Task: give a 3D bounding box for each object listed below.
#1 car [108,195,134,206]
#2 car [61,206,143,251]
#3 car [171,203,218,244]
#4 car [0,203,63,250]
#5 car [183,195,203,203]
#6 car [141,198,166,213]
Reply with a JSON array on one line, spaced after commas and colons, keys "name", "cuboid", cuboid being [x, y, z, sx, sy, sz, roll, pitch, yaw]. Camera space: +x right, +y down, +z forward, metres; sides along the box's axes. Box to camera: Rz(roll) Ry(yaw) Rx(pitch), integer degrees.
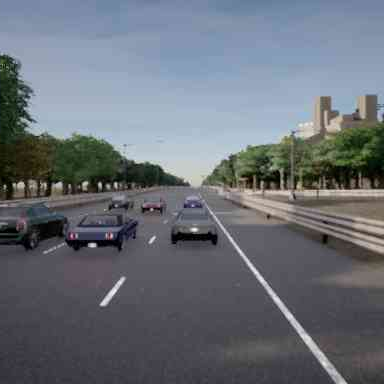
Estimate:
[{"name": "car", "cuboid": [-6.909, 1.035, 32.741, 1.812, 1.442, 4.674, 0, 1, 0]}, {"name": "car", "cuboid": [-3.404, 1.493, 13.598, 1.895, 1.301, 4.718, 0, 1, 0]}, {"name": "car", "cuboid": [0.096, 1.430, 15.222, 1.994, 1.385, 4.181, 0, 1, 0]}, {"name": "car", "cuboid": [-6.903, 1.238, 13.988, 2.097, 1.767, 4.553, 0, 1, 0]}, {"name": "car", "cuboid": [0.090, 1.037, 32.662, 1.812, 1.442, 4.674, 0, 1, 0]}, {"name": "car", "cuboid": [-3.408, 1.158, 30.425, 1.895, 1.301, 4.718, 0, 1, 0]}]
